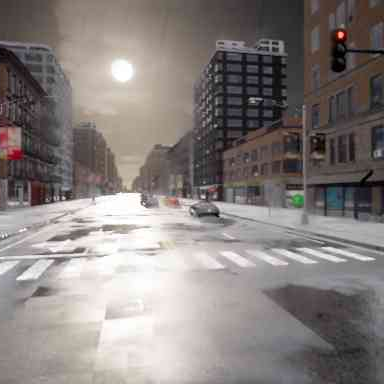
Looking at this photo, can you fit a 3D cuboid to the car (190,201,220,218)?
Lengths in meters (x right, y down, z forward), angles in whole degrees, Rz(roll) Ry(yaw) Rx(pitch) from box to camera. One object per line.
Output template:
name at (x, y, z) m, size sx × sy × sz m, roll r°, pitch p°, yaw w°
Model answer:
car at (1.049, 1.511, 29.615) m, size 1.994 × 1.385 × 4.181 m, roll 0°, pitch 0°, yaw -11°

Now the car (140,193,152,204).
car at (-7.871, 1.171, 57.846) m, size 2.150 × 2.045 × 5.566 m, roll 0°, pitch 0°, yaw -11°

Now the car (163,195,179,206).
car at (-3.293, 1.285, 51.879) m, size 2.097 × 1.767 × 4.553 m, roll 0°, pitch 0°, yaw -11°

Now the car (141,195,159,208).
car at (-5.852, 1.519, 48.056) m, size 1.994 × 1.385 × 4.181 m, roll 0°, pitch 0°, yaw -11°
